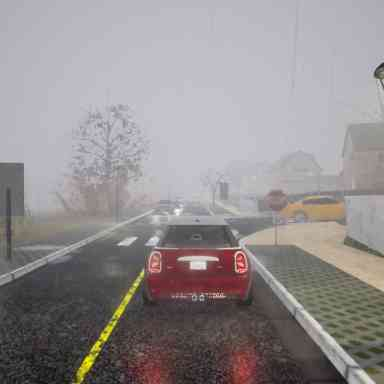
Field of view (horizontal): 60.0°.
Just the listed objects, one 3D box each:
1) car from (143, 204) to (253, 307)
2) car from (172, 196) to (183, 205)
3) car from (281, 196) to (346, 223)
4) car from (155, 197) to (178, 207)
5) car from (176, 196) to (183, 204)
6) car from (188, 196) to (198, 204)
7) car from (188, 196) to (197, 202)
[{"bbox_3d":[0.115,1.351,8.158,2.097,1.767,4.553,0,0,0],"label":"car"},{"bbox_3d":[-2.695,1.557,61.825,1.812,1.442,4.674,0,0,0],"label":"car"},{"bbox_3d":[7.721,0.944,19.308,5.008,1.535,1.882,-3,0,17],"label":"car"},{"bbox_3d":[-2.782,1.533,34.345,1.812,1.442,4.674,0,0,0],"label":"car"},{"bbox_3d":[-2.751,1.618,47.749,1.895,1.301,4.718,0,0,0],"label":"car"},{"bbox_3d":[0.220,1.559,63.233,1.812,1.442,4.674,0,0,0],"label":"car"},{"bbox_3d":[0.147,1.604,75.569,1.994,1.385,4.181,0,0,0],"label":"car"}]
